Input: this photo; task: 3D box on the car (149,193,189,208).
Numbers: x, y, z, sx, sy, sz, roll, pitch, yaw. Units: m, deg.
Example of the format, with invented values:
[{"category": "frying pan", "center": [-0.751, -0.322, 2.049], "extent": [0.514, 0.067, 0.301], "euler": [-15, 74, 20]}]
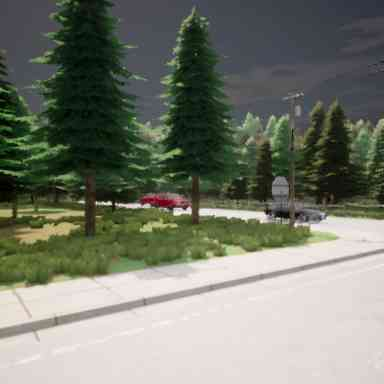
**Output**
[{"category": "car", "center": [-2.563, 1.160, 39.882], "extent": [2.150, 2.045, 5.566], "euler": [0, 0, -34]}]

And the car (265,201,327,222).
[{"category": "car", "center": [7.564, 1.424, 24.648], "extent": [2.128, 1.511, 4.902], "euler": [0, 0, -33]}]

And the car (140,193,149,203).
[{"category": "car", "center": [-6.033, 1.154, 51.418], "extent": [2.150, 2.045, 5.566], "euler": [0, 0, -34]}]
